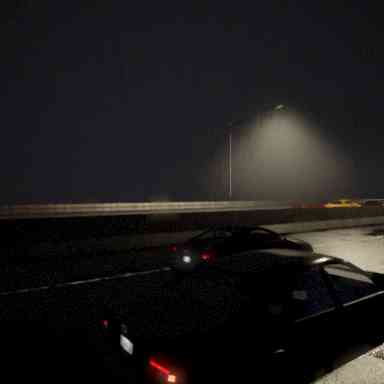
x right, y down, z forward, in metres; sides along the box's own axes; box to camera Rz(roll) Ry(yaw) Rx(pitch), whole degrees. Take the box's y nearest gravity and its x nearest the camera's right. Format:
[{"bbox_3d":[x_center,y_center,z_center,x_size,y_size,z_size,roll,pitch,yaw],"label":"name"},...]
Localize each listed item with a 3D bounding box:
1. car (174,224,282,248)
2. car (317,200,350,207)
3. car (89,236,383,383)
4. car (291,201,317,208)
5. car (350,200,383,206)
[{"bbox_3d":[1.508,1.591,9.115,4.181,1.385,1.994,0,0,-35],"label":"car"},{"bbox_3d":[16.661,1.627,37.332,5.008,1.535,1.882,0,0,-35],"label":"car"},{"bbox_3d":[1.396,1.563,4.741,5.357,1.411,2.033,0,0,-35],"label":"car"},{"bbox_3d":[13.883,1.746,39.653,4.718,1.301,1.895,0,0,-35],"label":"car"},{"bbox_3d":[19.030,1.628,34.724,5.008,1.535,1.882,0,0,-35],"label":"car"}]
